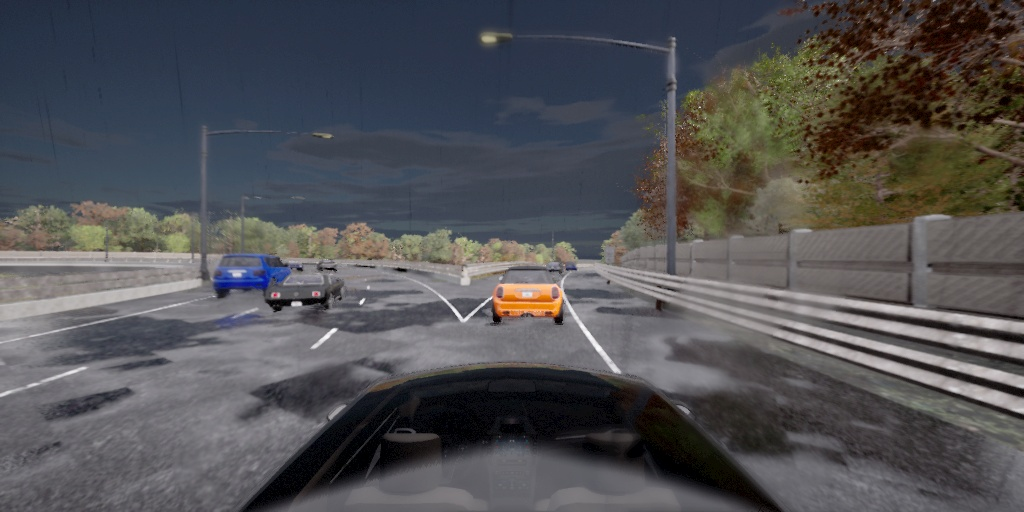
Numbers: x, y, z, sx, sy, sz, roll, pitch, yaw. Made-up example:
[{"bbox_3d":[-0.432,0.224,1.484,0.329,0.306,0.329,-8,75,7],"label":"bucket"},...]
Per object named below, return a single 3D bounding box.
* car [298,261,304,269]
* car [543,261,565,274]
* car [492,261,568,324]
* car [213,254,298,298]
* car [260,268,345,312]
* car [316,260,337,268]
[{"bbox_3d":[-27.758,1.295,45.405,1.895,1.301,4.718,0,0,-37],"label":"car"},{"bbox_3d":[5.011,1.331,42.002,2.033,1.411,5.357,0,0,12],"label":"car"},{"bbox_3d":[0.562,1.105,12.232,2.097,1.767,4.553,0,0,3],"label":"car"},{"bbox_3d":[-13.031,0.945,18.390,2.150,2.045,5.566,0,0,-19],"label":"car"},{"bbox_3d":[-7.931,1.331,14.242,1.895,1.301,4.718,0,0,-17],"label":"car"},{"bbox_3d":[-23.610,1.195,45.591,2.128,1.511,4.902,0,0,-35],"label":"car"}]
